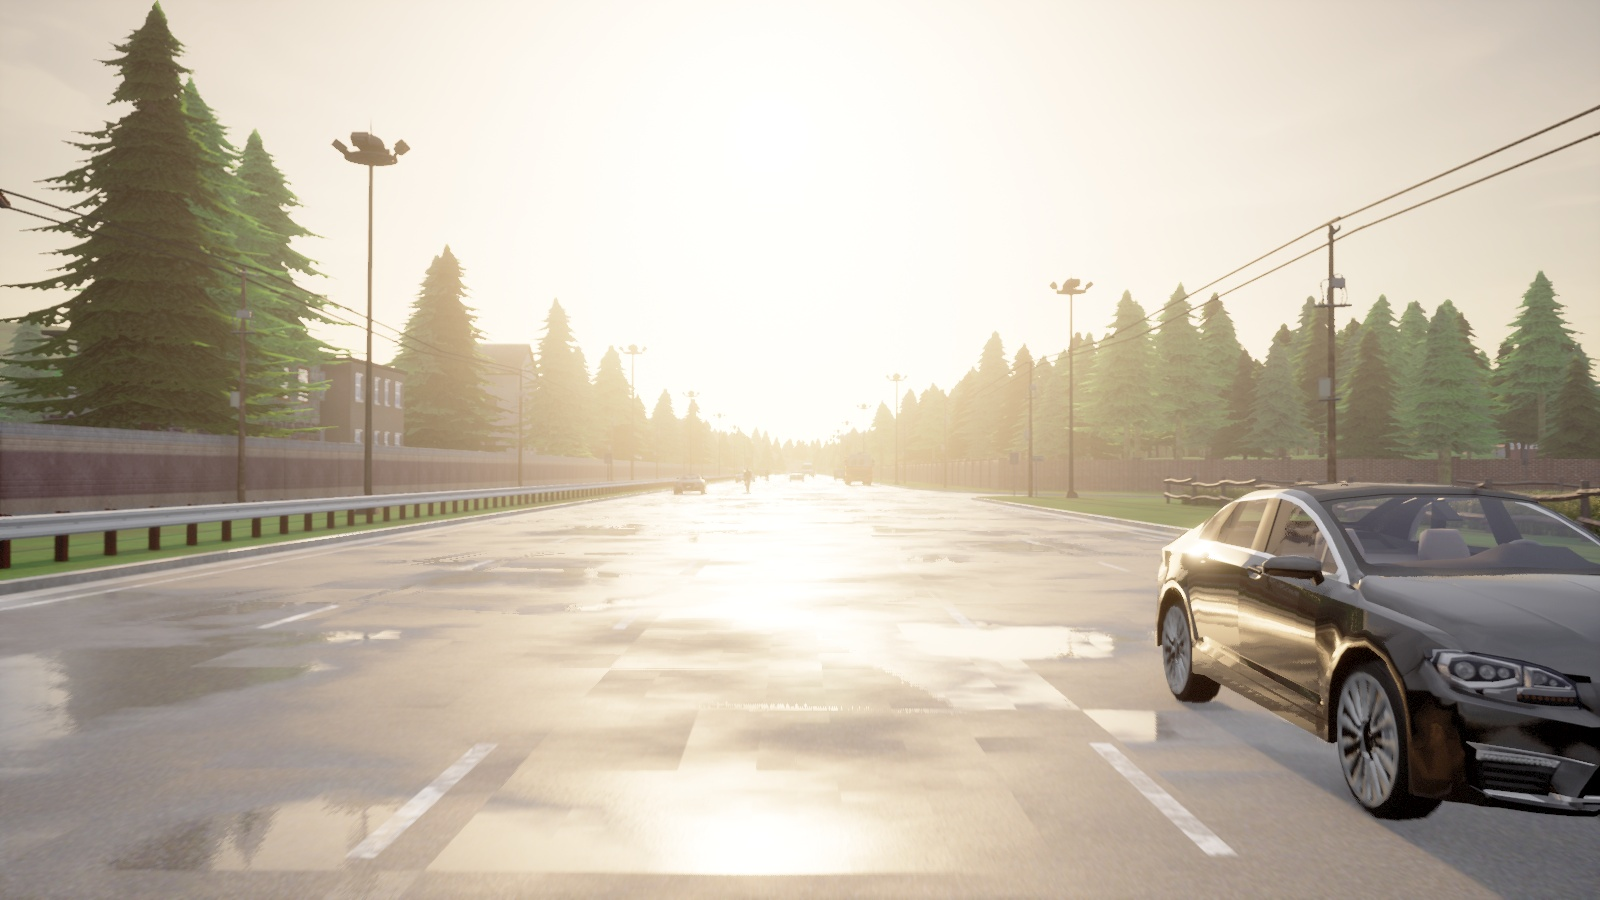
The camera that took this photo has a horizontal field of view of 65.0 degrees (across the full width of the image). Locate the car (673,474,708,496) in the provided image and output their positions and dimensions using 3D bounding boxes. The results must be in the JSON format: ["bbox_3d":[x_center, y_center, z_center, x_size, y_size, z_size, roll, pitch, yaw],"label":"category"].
[{"bbox_3d":[-7.199,2.295,82.865,1.994,1.385,4.181,0,-1,0],"label":"car"}]

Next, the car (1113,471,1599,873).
[{"bbox_3d":[3.482,0.878,7.202,2.128,1.511,4.902,0,-1,0],"label":"car"}]
